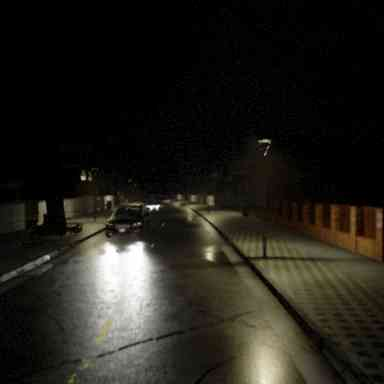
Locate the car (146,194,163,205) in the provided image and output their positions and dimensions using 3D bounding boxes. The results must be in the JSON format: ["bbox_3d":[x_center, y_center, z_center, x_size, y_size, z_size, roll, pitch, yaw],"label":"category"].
[{"bbox_3d":[-6.697,1.486,59.307,2.128,1.511,4.902,0,0,-7],"label":"car"}]

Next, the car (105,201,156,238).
[{"bbox_3d":[-3.253,1.469,17.501,2.128,1.511,4.902,0,0,-2],"label":"car"}]
